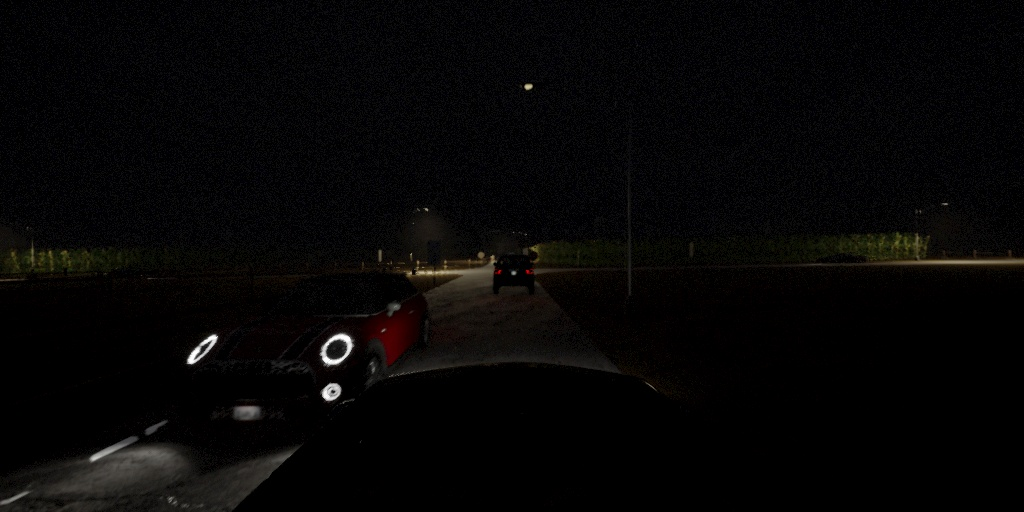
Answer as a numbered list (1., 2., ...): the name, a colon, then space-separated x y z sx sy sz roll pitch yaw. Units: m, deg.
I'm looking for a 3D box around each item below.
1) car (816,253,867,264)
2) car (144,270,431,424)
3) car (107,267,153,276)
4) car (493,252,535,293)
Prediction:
1. car: 42.775 0.329 46.555 5.357 1.411 2.033 -1 0 0
2. car: -2.850 1.090 6.097 2.097 1.767 4.553 0 0 0
3. car: -45.913 2.039 43.267 4.181 1.385 1.994 -1 0 0
4. car: 0.088 0.922 20.366 2.150 2.045 5.566 0 0 0
